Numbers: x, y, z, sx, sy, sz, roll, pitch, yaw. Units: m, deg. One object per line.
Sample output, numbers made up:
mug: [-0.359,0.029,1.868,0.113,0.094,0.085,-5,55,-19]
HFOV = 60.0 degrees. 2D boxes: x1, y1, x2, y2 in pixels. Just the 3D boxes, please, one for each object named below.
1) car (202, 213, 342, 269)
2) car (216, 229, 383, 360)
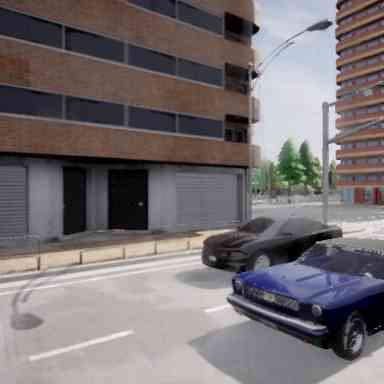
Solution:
car: [2.577,1.448,10.087,5.008,1.535,1.882,0,0,-35]
car: [2.909,1.579,6.037,4.718,1.301,1.895,0,0,-35]
